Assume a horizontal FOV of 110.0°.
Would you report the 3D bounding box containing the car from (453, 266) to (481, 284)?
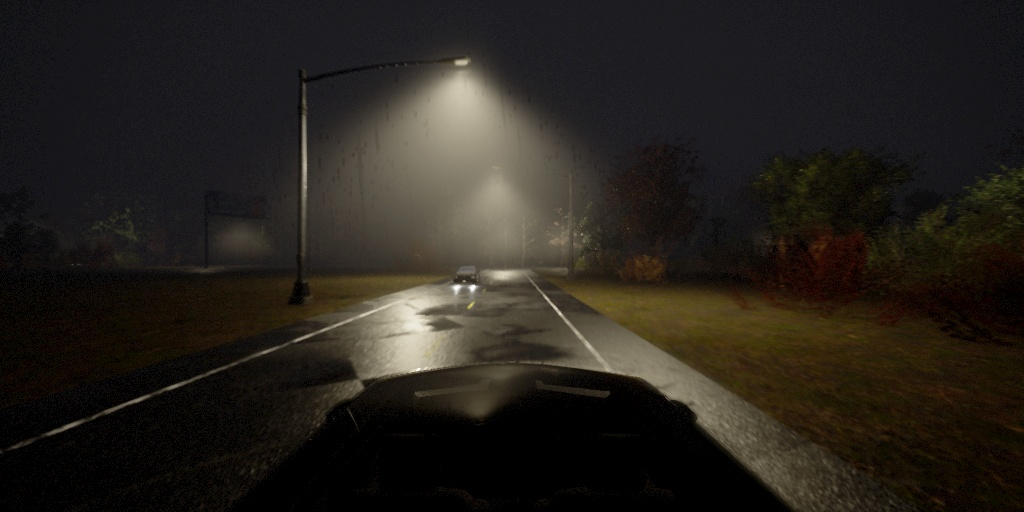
[{"bbox_3d":[-3.593,1.528,29.631,2.033,1.411,5.357,0,0,0],"label":"car"}]
